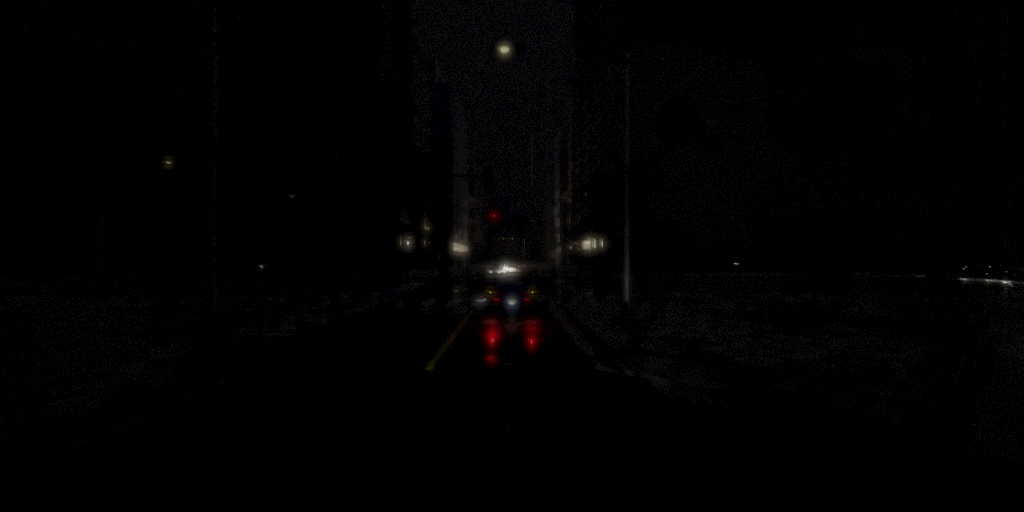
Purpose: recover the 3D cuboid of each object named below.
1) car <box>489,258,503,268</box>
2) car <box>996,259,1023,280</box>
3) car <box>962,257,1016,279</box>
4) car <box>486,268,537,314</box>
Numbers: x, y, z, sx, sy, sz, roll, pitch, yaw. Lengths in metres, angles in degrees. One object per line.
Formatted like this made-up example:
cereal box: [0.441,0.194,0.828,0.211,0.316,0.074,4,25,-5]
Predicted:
car: [-2.827,1.440,63.411,2.150,2.045,5.566,0,0,1]
car: [41.437,1.188,27.858,4.674,1.442,1.812,0,0,1]
car: [42.246,1.025,31.097,4.553,1.767,2.097,0,0,1]
car: [-0.062,1.368,14.177,1.812,1.442,4.674,0,0,-1]
